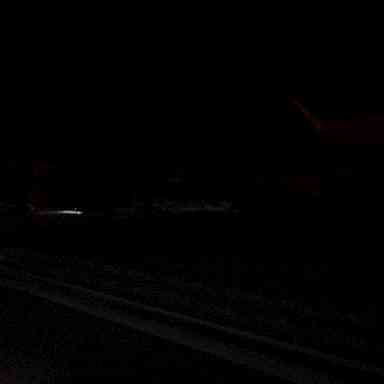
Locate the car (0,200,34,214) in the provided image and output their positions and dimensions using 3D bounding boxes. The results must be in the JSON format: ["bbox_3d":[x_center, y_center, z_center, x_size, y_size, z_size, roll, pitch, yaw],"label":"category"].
[{"bbox_3d":[-17.726,1.520,32.074,1.812,1.442,4.674,0,0,34],"label":"car"}]

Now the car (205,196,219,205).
[{"bbox_3d":[3.516,1.498,58.522,1.837,1.490,4.892,0,0,14],"label":"car"}]

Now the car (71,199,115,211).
[{"bbox_3d":[-11.965,1.541,40.640,2.033,1.411,5.357,0,0,34],"label":"car"}]
